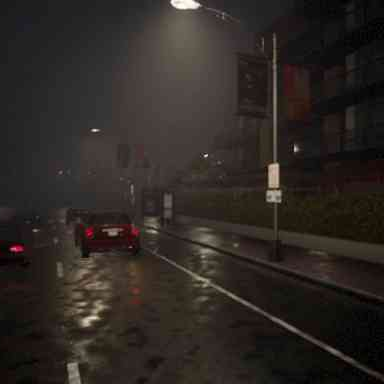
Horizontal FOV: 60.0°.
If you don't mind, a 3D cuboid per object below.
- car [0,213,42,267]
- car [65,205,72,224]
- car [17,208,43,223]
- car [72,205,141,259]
[{"bbox_3d":[-6.467,1.673,11.436,2.033,1.411,5.357,0,-1,-23],"label":"car"},{"bbox_3d":[-9.392,1.800,27.560,2.128,1.511,4.902,0,-1,-20],"label":"car"},{"bbox_3d":[-12.639,1.886,25.915,1.895,1.301,4.718,0,-1,-23],"label":"car"},{"bbox_3d":[-3.594,1.505,13.654,2.097,1.767,4.553,0,-1,-23],"label":"car"}]
